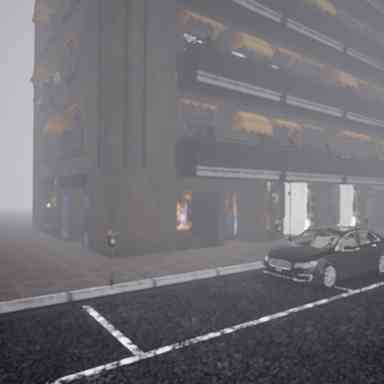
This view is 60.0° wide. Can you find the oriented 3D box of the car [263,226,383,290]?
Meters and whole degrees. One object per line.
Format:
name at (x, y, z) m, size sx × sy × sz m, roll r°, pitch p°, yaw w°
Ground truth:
car at (3.879, 1.649, 9.280) m, size 4.403 × 1.369 × 2.008 m, roll 1°, pitch -1°, yaw -35°
